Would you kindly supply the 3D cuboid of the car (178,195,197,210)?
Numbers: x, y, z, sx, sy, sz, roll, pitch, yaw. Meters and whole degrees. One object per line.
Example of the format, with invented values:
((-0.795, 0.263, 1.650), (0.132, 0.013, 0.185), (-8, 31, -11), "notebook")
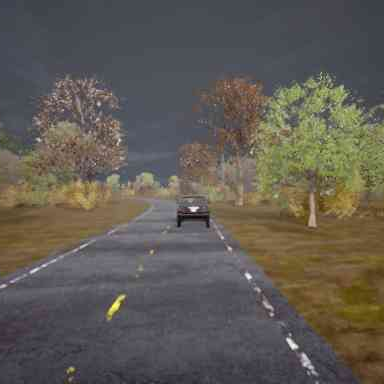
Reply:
((-0.624, 1.336, 42.466), (2.097, 1.767, 4.553), (0, 0, -4), "car")

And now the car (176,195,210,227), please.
((0.100, 1.216, 23.065), (2.150, 2.045, 5.566), (0, 0, 0), "car")
